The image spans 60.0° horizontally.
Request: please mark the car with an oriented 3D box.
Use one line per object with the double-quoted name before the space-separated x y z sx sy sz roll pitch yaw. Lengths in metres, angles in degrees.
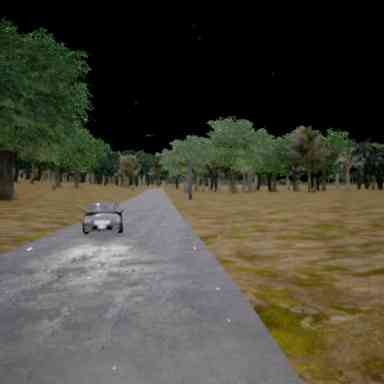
"car" -4.596 1.263 17.298 2.128 1.511 4.902 0 1 -13
